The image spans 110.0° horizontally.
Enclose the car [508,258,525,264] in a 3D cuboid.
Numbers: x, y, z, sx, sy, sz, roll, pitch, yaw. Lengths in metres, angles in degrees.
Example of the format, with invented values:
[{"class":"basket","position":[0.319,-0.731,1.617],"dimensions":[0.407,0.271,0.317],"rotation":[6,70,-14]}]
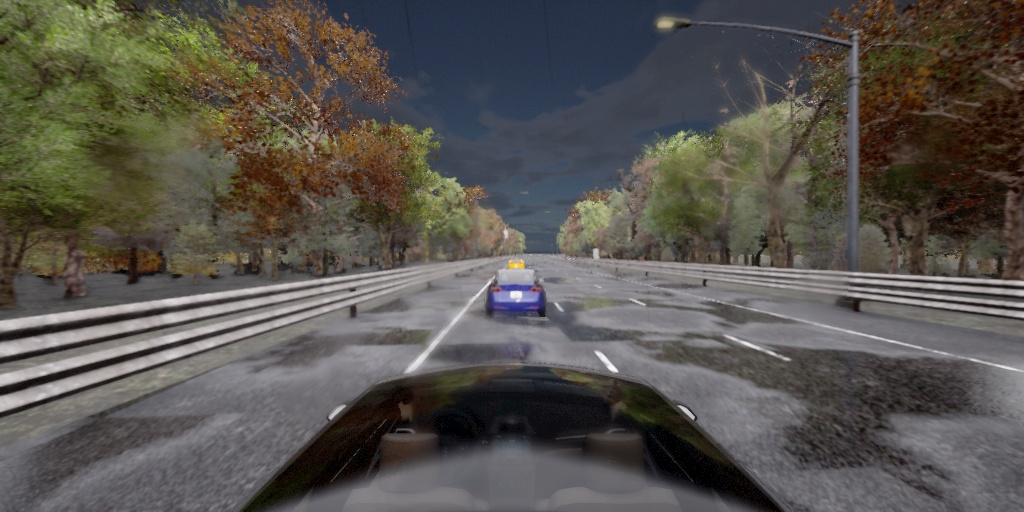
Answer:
[{"class":"car","position":[0.554,1.040,44.695],"dimensions":[1.882,1.535,5.008],"rotation":[0,0,1]}]

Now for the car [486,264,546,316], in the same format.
[{"class":"car","position":[0.141,1.204,13.152],"dimensions":[2.163,1.488,4.792],"rotation":[0,0,0]}]
